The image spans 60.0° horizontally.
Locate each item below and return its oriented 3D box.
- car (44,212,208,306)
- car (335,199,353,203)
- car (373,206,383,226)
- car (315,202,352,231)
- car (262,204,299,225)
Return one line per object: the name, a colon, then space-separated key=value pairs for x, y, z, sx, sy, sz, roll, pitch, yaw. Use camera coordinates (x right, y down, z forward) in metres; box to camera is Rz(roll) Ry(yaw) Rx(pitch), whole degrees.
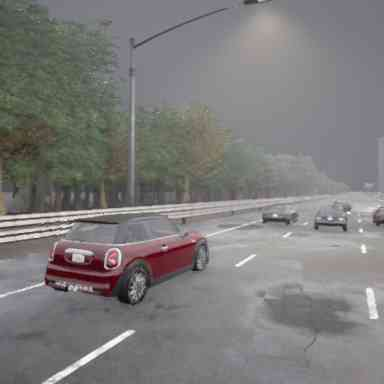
car: x=-1.273 y=1.320 z=8.394 sx=2.097 sy=1.767 sz=4.553 roll=1 pitch=0 yaw=26
car: x=17.107 y=1.566 z=37.821 sx=2.128 sy=1.511 sz=4.902 roll=1 pitch=0 yaw=26
car: x=13.843 y=1.632 z=23.269 sx=1.994 sy=1.385 sz=4.181 roll=1 pitch=0 yaw=26
car: x=8.944 y=1.577 z=21.226 sx=2.033 sy=1.411 sz=5.357 roll=1 pitch=0 yaw=25
car: x=6.510 y=1.567 z=24.218 sx=1.994 sy=1.385 sz=4.181 roll=1 pitch=0 yaw=26
